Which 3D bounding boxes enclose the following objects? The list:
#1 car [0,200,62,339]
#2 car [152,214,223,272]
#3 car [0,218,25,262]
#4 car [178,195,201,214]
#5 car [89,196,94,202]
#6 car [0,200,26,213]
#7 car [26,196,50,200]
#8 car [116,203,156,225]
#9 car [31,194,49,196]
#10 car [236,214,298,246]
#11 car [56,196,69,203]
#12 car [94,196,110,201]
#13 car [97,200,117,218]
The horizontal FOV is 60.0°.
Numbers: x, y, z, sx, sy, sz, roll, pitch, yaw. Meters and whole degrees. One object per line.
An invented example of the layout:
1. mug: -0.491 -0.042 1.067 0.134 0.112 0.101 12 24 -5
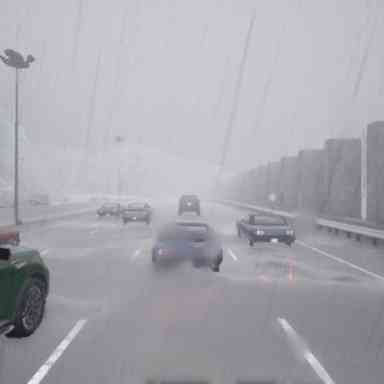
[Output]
1. car: -3.509 1.226 3.446 2.150 2.045 5.566 0 0 -1
2. car: -0.158 1.634 10.893 1.895 1.301 4.718 0 0 -1
3. car: -7.133 1.616 10.030 1.895 1.301 4.718 0 0 -1
4. car: -0.254 1.328 34.396 2.150 2.045 5.566 0 0 0
5. car: -22.290 1.655 76.511 1.882 1.535 5.008 0 0 -5
6. car: -21.432 1.635 38.905 1.994 1.385 4.181 0 0 0
7. car: -17.941 1.565 36.882 2.128 1.511 4.902 0 0 0
8. car: -3.777 1.559 24.343 2.128 1.511 4.902 0 0 0
9. car: -24.936 1.330 53.860 2.150 2.045 5.566 0 0 0
10. car: 3.273 1.656 15.533 1.895 1.301 4.718 0 0 -1
11. car: -29.199 1.676 75.073 2.128 1.511 4.902 0 0 -3
12. car: -18.322 1.667 69.037 1.837 1.490 4.892 0 0 -2
13. car: -7.268 1.680 30.980 1.895 1.301 4.718 0 0 0
